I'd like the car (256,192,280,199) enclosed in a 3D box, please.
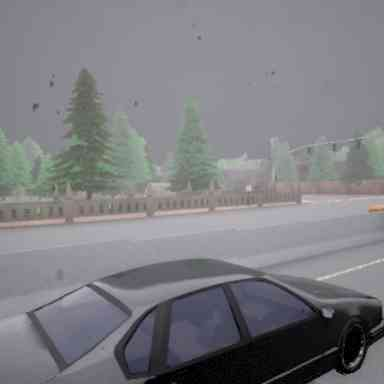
[{"bbox_3d":[11.423,0.425,51.151,2.033,1.411,5.357,-2,1,-35],"label":"car"}]

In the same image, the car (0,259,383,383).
[{"bbox_3d":[0.123,1.548,3.833,5.357,1.411,2.033,0,0,-35],"label":"car"}]
